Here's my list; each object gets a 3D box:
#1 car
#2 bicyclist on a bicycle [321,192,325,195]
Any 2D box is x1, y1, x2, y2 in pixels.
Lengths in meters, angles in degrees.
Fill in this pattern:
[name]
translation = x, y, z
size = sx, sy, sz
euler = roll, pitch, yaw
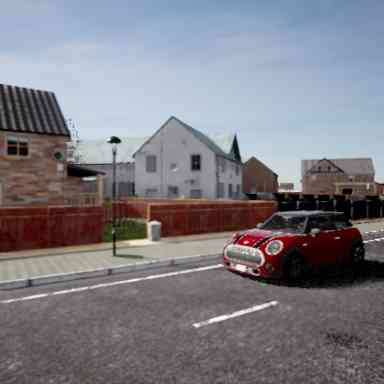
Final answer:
[car]
translation = 3.083, 1.362, 9.874
size = 4.553, 1.767, 2.097
euler = 0, 0, -35
[bicyclist on a bicycle]
translation = 19.703, 0.869, 49.990
size = 0.582, 1.620, 1.656
euler = 1, 1, 19
